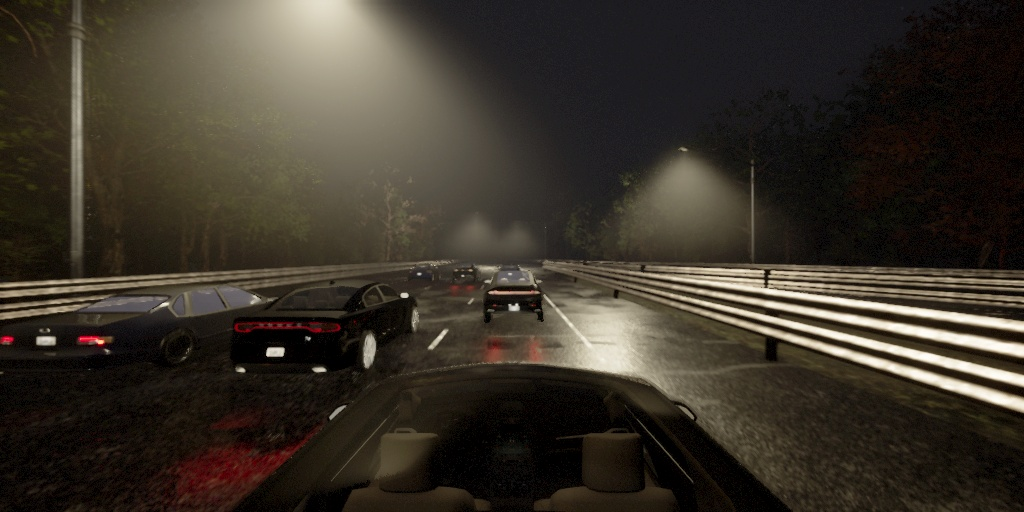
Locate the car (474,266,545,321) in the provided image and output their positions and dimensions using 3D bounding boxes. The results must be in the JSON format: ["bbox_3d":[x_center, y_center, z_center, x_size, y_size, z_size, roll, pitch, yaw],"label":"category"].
[{"bbox_3d":[0.047,1.257,12.450,2.128,1.511,4.902,0,0,0],"label":"car"}]

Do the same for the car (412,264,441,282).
[{"bbox_3d":[-7.184,1.363,29.647,1.994,1.385,4.181,0,0,-1],"label":"car"}]

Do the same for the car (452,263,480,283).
[{"bbox_3d":[-3.670,1.288,28.940,2.128,1.511,4.902,0,0,-1],"label":"car"}]

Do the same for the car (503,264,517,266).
[{"bbox_3d":[-0.183,1.360,29.590,1.994,1.385,4.181,0,0,-1],"label":"car"}]

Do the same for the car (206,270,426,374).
[{"bbox_3d":[-3.424,1.237,7.646,1.882,1.535,5.008,0,0,0],"label":"car"}]

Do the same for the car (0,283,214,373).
[{"bbox_3d":[-6.919,1.308,7.825,2.033,1.411,5.357,0,0,0],"label":"car"}]
